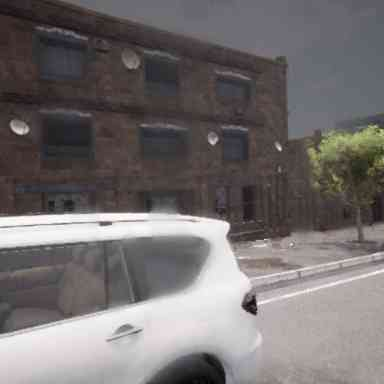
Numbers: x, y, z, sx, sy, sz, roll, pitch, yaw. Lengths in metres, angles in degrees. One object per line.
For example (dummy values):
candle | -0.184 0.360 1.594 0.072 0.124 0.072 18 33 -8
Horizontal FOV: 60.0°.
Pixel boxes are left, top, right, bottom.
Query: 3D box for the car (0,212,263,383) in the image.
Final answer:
car | -1.901 1.234 2.617 5.566 2.045 2.150 1 -1 -35
